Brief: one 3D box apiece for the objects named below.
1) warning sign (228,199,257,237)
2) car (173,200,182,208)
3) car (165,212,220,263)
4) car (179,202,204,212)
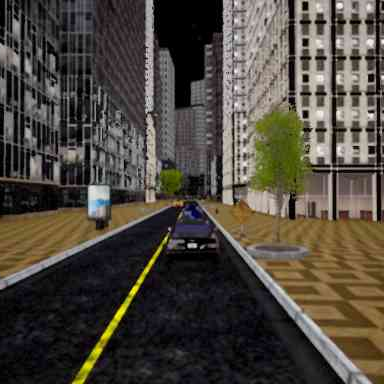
[{"bbox_3d":[2.532,1.310,16.915,1.300,1.860,1.060,0,-1,0],"label":"warning sign"},{"bbox_3d":[-2.709,2.284,65.705,1.882,1.535,5.008,0,-1,0],"label":"car"},{"bbox_3d":[0.022,1.690,12.532,2.033,1.411,5.357,0,-1,0],"label":"car"},{"bbox_3d":[0.050,1.866,28.898,1.812,1.442,4.674,0,0,1],"label":"car"}]
